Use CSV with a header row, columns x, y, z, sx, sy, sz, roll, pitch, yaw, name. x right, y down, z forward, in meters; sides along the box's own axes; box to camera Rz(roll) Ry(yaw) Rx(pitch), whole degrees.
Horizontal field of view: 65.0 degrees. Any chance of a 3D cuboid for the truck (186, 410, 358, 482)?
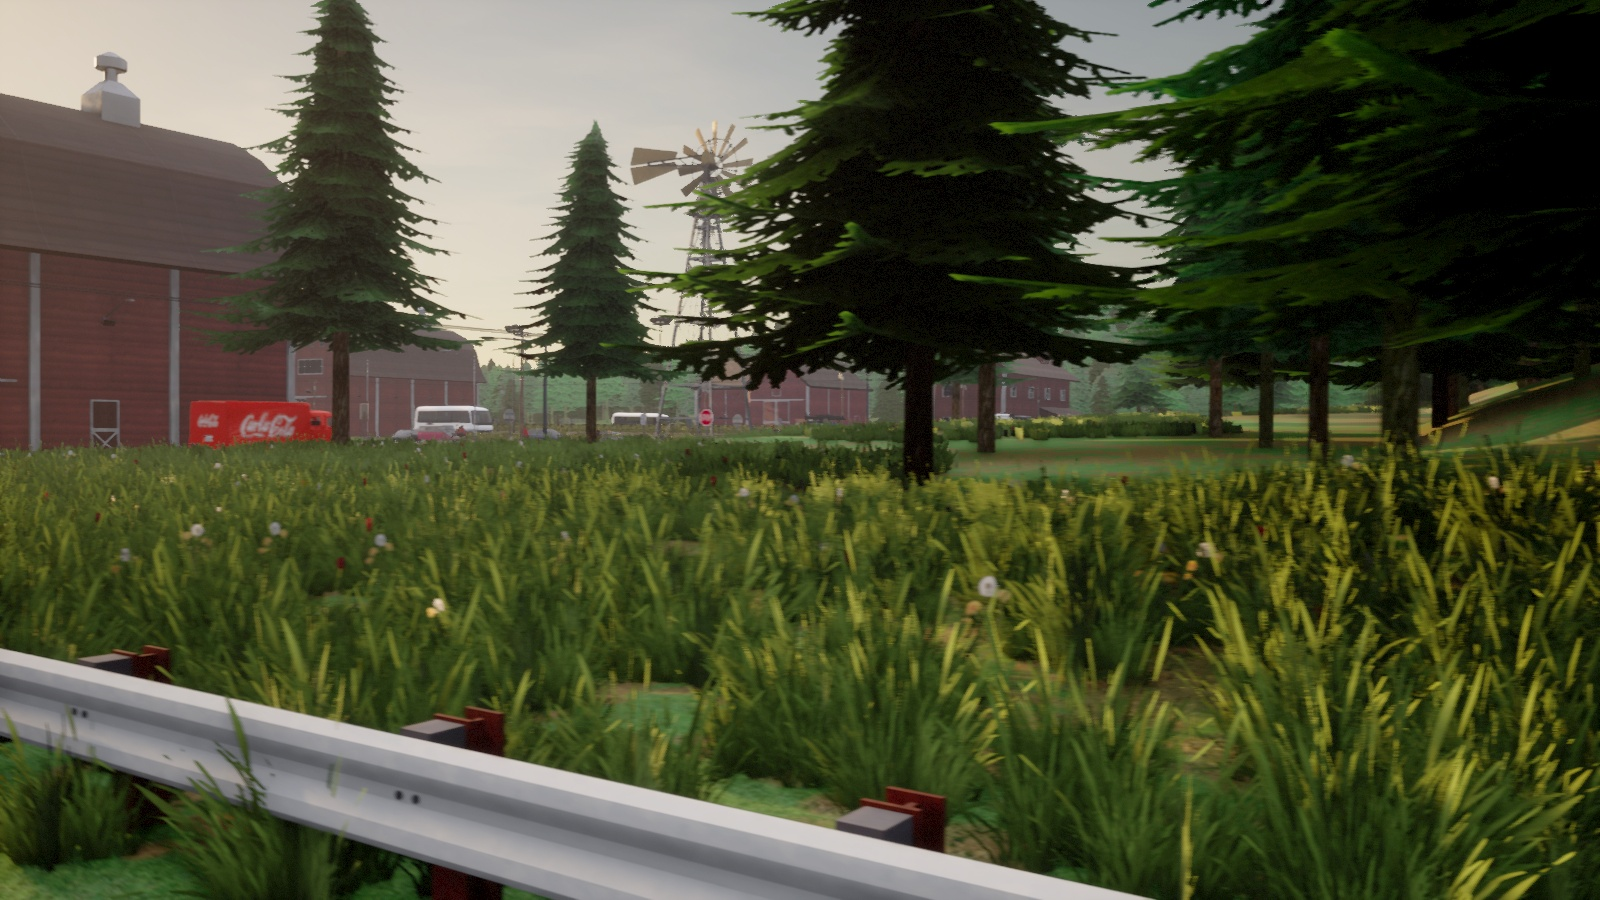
x,y,z,sx,sy,sz,roll,pitch,yaw,name
-19.232,-0.184,46.003,2.627,2.467,5.204,0,1,33,truck
